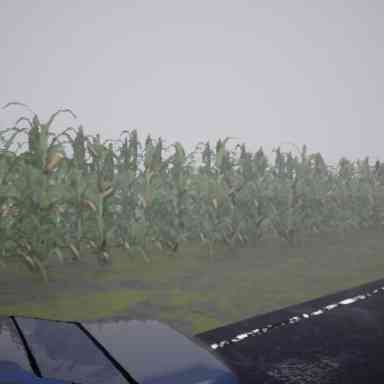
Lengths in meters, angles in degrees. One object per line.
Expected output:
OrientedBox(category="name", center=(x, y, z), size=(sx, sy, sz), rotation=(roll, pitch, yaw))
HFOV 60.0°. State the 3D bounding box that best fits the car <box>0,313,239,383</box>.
OrientedBox(category="car", center=(-2.089, 1.541, 1.583), size=(5.357, 1.411, 2.033), rotation=(0, 0, -35))
